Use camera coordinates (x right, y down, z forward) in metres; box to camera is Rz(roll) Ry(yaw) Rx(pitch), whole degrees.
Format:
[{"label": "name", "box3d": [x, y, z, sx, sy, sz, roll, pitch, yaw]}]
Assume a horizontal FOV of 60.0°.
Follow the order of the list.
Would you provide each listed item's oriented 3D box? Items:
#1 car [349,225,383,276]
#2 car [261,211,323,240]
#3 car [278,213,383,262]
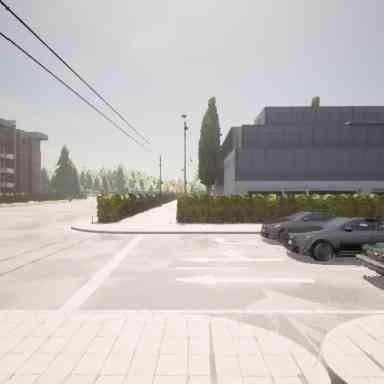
[{"label": "car", "box3d": [6.682, 1.601, 8.070, 4.718, 1.301, 1.895, 0, 0, 0]}, {"label": "car", "box3d": [5.273, 1.564, 15.076, 4.181, 1.385, 1.994, 0, 0, 0]}, {"label": "car", "box3d": [5.422, 1.564, 11.575, 4.181, 1.385, 1.994, 0, 0, 0]}]
